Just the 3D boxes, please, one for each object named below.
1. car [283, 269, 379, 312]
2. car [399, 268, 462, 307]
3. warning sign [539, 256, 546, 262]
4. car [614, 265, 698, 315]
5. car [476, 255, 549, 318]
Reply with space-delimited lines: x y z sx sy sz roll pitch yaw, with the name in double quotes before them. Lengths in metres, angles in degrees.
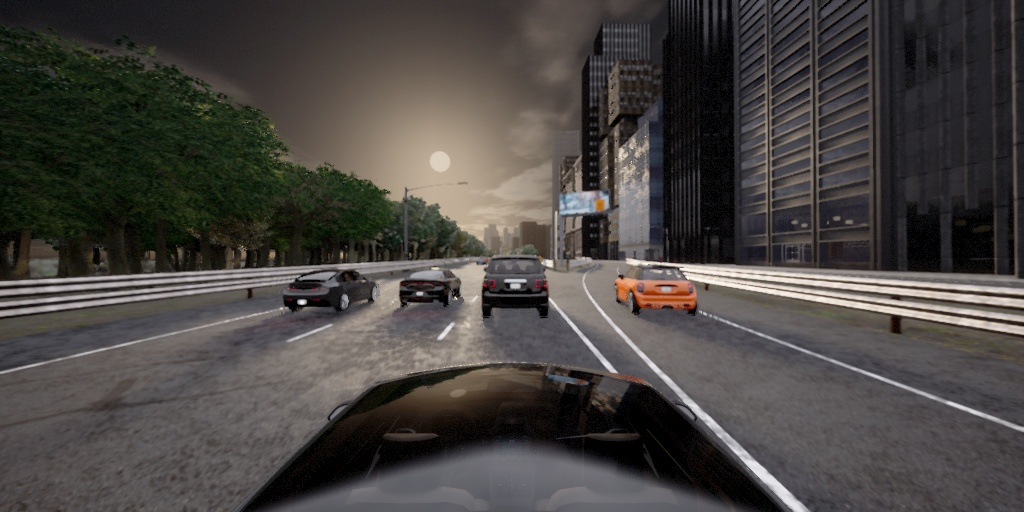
"car" -6.898 1.265 14.208 1.837 1.490 4.892 0 0 0
"car" -3.398 1.239 15.690 1.882 1.535 5.008 0 0 0
"warning sign" 4.561 0.837 57.703 1.300 1.860 1.060 0 0 0
"car" 5.274 1.110 13.779 2.097 1.767 4.553 0 0 7
"car" 0.102 0.981 13.233 2.150 2.045 5.566 0 0 0
